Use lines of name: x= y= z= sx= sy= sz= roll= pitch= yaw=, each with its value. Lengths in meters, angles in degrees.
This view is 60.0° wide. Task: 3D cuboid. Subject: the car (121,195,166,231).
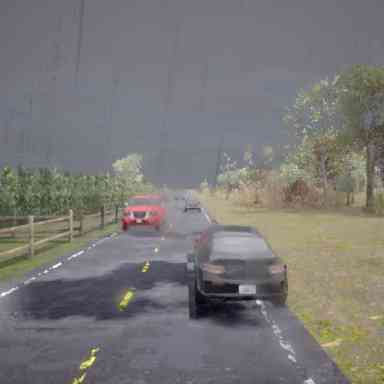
car: x=-2.850 y=1.218 z=20.753 sx=2.150 sy=2.045 sz=5.566 roll=0 pitch=0 yaw=0

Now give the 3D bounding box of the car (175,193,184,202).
car: x=-2.765 y=1.141 z=77.021 sx=2.150 sy=2.045 sz=5.566 roll=0 pitch=0 yaw=0

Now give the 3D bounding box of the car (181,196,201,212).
car: x=0.086 y=1.533 z=38.017 sx=2.033 sy=1.411 sz=5.357 roll=0 pitch=0 yaw=0

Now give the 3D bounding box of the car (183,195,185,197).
car: x=0.018 y=1.477 z=48.640 sx=1.837 sy=1.490 sz=4.892 roll=0 pitch=0 yaw=0

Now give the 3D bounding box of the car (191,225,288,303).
car: x=0.963 y=1.527 z=8.070 sx=1.812 sy=1.442 sz=4.674 roll=0 pitch=0 yaw=0
